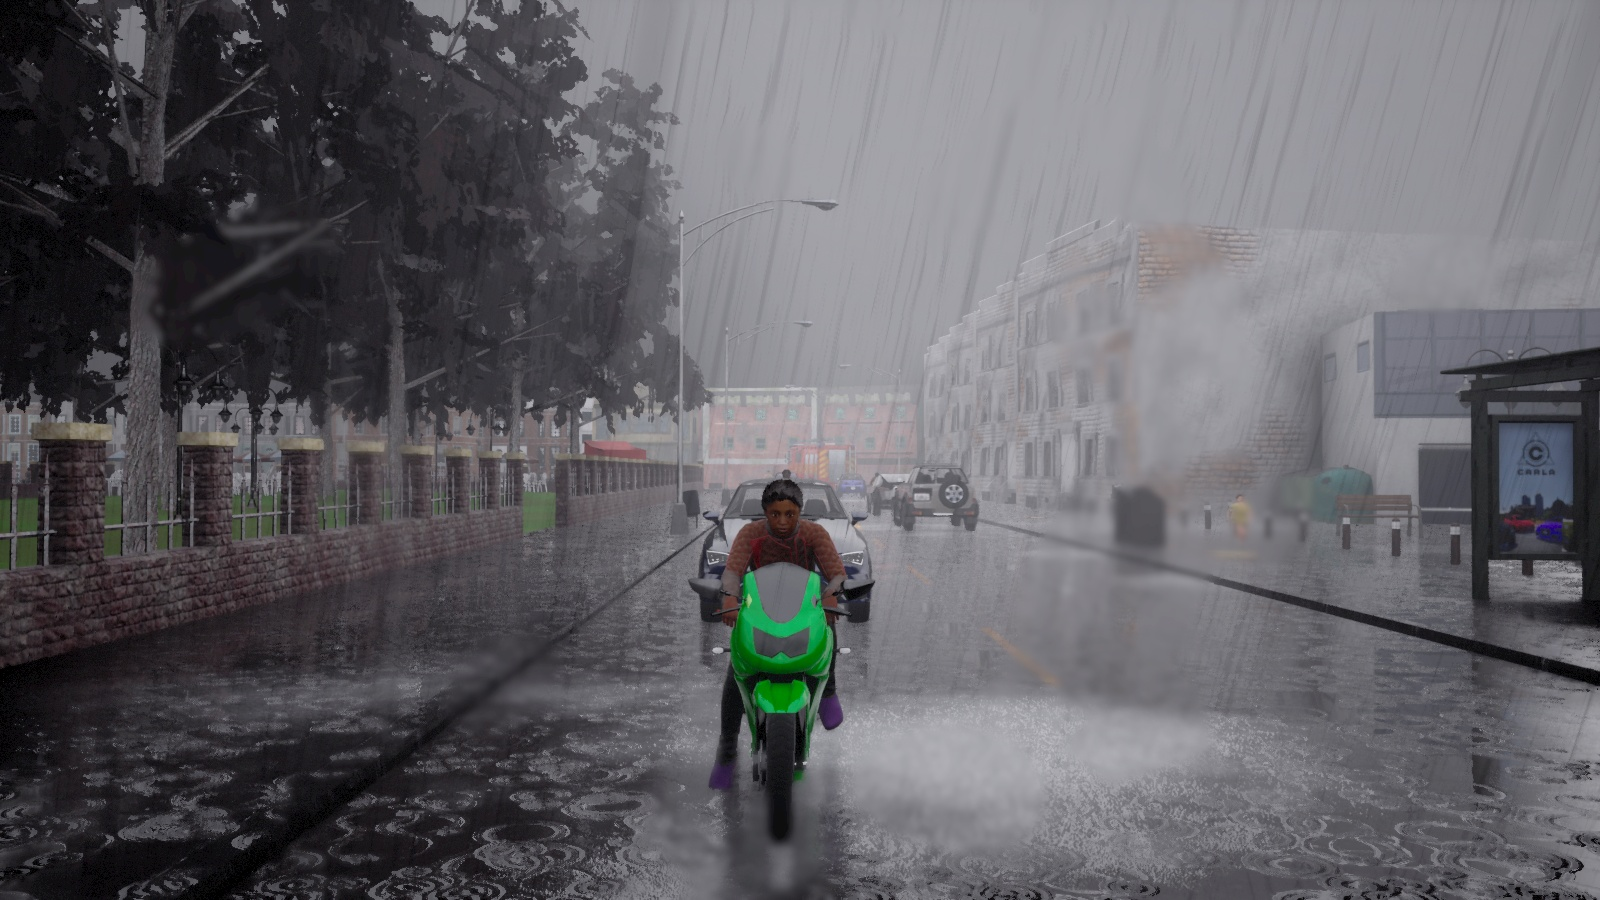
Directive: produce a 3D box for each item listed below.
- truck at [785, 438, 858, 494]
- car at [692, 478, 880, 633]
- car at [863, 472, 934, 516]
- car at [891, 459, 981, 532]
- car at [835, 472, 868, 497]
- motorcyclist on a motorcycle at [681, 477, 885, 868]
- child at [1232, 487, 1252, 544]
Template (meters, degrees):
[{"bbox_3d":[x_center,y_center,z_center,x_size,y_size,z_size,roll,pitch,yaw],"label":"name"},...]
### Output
[{"bbox_3d":[1.415,1.139,89.500,2.891,3.827,8.468,0,-1,-15],"label":"truck"},{"bbox_3d":[-0.158,1.068,14.272,1.816,1.474,4.193,0,-1,-1],"label":"car"},{"bbox_3d":[3.523,1.570,45.942,2.163,1.488,4.792,0,-1,-1],"label":"car"},{"bbox_3d":[3.645,1.193,34.391,1.932,1.855,4.605,0,-1,-1],"label":"car"},{"bbox_3d":[3.173,2.112,77.421,1.816,1.474,4.193,0,-1,-1],"label":"car"},{"bbox_3d":[-0.078,0.897,5.979,0.797,1.523,2.044,0,-1,-1],"label":"motorcyclist on a motorcycle"},{"bbox_3d":[8.661,1.282,24.627,0.255,1.110,0.394,0,-1,1],"label":"child"}]
